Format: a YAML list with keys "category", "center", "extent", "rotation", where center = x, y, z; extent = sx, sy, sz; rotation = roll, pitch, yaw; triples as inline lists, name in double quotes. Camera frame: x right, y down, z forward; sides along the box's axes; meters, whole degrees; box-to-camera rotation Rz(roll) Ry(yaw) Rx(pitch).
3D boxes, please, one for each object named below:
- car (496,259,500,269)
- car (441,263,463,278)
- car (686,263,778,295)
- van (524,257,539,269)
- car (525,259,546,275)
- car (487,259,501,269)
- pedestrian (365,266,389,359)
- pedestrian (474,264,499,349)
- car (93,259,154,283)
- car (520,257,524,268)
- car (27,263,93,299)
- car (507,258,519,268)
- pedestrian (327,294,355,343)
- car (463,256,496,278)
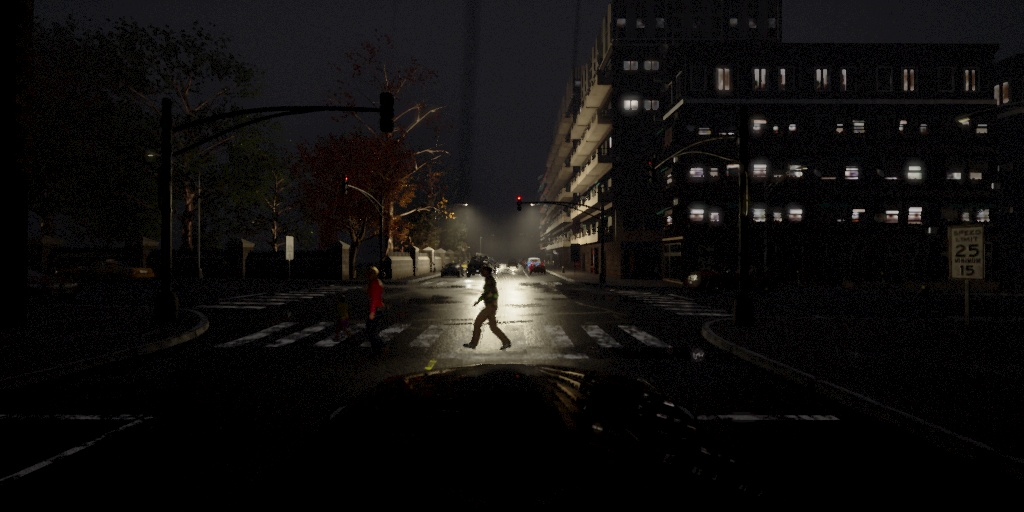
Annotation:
- category: "car"
  center: [-3.020, 1.322, 44.993]
  extent: [2.033, 1.411, 5.357]
  rotation: [0, 0, 0]
- category: "car"
  center: [-5.632, 1.330, 34.421]
  extent: [1.948, 1.339, 4.313]
  rotation: [0, 0, 0]
- category: "car"
  center: [13.485, 1.353, 22.046]
  extent: [5.009, 1.841, 2.192]
  rotation: [0, 0, 0]
- category: "van"
  center: [2.769, 1.116, 45.667]
  extent: [1.690, 1.789, 3.998]
  rotation: [0, 0, 0]
- category: "car"
  center: [2.759, 1.314, 40.036]
  extent: [1.888, 1.381, 4.507]
  rotation: [0, 0, 0]
- category: "car"
  center: [-2.971, 1.285, 59.476]
  extent: [2.128, 1.511, 4.902]
  rotation: [0, 0, 0]
- category: "pedestrian"
  center: [-2.639, 1.044, 6.887]
  extent: [0.375, 1.860, 0.375]
  rotation: [0, 0, 0]
- category: "pedestrian"
  center: [-0.523, 1.044, 7.483]
  extent: [0.375, 1.860, 0.375]
  rotation: [0, 0, 0]
- category: "car"
  center: [-24.708, 0.883, 21.750]
  extent: [4.829, 1.417, 1.751]
  rotation: [0, 0, 0]
- category: "car"
  center: [2.789, 1.230, 56.927]
  extent: [1.967, 1.591, 4.097]
  rotation: [0, 0, 0]
- category: "car"
  center: [-18.942, 1.007, 13.414]
  extent: [4.207, 1.307, 1.802]
  rotation: [0, 0, 0]
- category: "car"
  center: [0.109, 1.304, 62.711]
  extent: [1.837, 1.490, 4.892]
  rotation: [0, 0, 0]
- category: "pedestrian"
  center: [-3.765, 1.404, 8.089]
  extent: [0.500, 1.100, 0.500]
  rotation: [0, 0, 0]
- category: "car"
  center: [-3.027, 0.986, 34.707]
  extent: [2.150, 2.045, 5.566]
  rotation: [0, 0, 1]
